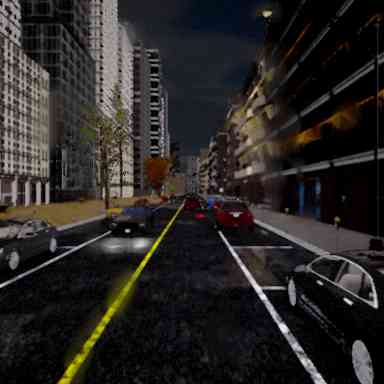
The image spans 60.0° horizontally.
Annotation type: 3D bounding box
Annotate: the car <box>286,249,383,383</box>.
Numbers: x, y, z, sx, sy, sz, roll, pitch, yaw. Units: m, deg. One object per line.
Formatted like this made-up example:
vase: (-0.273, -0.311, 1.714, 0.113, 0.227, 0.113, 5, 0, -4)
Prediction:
car: (2.691, 1.532, 4.935, 2.008, 1.369, 4.403, 0, 0, 0)

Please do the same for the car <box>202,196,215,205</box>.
car: (2.698, 1.379, 54.728, 2.008, 1.369, 4.403, 0, 0, 0)

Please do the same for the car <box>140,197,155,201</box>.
car: (-5.685, 1.457, 38.133, 1.802, 1.307, 4.206, 0, 0, 0)

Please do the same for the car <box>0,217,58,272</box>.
car: (-5.689, 1.513, 10.469, 2.008, 1.369, 4.403, 0, 0, 0)

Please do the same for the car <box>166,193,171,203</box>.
car: (-5.680, 1.345, 65.795, 1.887, 1.381, 4.507, 0, 0, 0)

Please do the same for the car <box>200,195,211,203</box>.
car: (2.700, 1.351, 65.794, 2.008, 1.369, 4.403, 0, 0, 0)

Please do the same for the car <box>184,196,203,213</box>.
car: (0.029, 1.345, 40.716, 1.882, 1.535, 5.008, 0, 0, 1)

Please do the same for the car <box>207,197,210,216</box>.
car: (2.694, 1.472, 32.598, 1.802, 1.307, 4.206, 0, 0, 0)

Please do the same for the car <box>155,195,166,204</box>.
car: (-5.682, 1.354, 54.560, 1.752, 1.417, 4.829, 0, 0, 0)

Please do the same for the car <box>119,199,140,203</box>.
car: (-5.686, 1.433, 26.897, 1.752, 1.417, 4.829, 0, 0, 0)

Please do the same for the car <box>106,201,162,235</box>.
car: (-3.097, 1.481, 18.669, 2.033, 1.411, 5.357, 0, 0, 0)

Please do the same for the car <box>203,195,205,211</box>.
car: (2.696, 1.299, 43.663, 1.967, 1.590, 4.097, 0, 0, 0)

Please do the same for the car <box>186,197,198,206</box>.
car: (0.011, 1.436, 52.161, 1.895, 1.301, 4.718, 0, 0, 0)

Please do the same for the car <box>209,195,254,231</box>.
car: (2.392, 1.281, 20.171, 2.097, 1.767, 4.553, 0, 0, 0)

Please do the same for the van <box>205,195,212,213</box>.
van: (2.695, 1.215, 38.129, 1.690, 1.788, 3.998, 0, 0, 0)

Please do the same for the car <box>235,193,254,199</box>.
car: (13.440, 1.099, 85.198, 4.403, 1.369, 2.008, -1, 1, -1)
